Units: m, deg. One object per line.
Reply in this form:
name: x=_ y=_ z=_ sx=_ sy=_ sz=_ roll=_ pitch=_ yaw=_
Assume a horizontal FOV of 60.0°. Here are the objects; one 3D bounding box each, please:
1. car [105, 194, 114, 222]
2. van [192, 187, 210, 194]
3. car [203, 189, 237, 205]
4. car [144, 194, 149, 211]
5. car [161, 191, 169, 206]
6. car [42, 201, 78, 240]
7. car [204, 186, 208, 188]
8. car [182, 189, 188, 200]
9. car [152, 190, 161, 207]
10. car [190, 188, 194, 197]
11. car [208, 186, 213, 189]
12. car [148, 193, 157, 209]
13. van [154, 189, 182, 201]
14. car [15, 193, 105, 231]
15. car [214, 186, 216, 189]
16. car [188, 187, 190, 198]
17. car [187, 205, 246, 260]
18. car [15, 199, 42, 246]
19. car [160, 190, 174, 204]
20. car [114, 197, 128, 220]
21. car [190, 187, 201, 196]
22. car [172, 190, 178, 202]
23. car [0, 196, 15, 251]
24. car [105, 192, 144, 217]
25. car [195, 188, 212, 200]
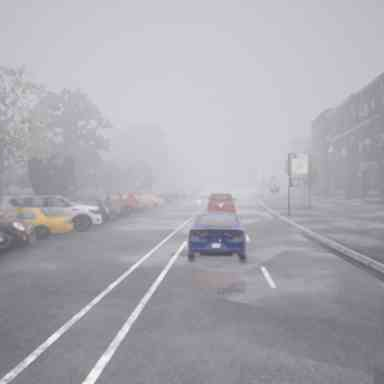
car: x=-7.685 y=1.278 z=21.836 sx=4.553 sy=1.767 sz=2.185 roll=-1 pitch=1 yaw=-14
van: x=2.445 y=-0.444 z=89.408 sx=4.442 sy=1.987 sz=1.878 roll=-1 pitch=1 yaw=-9
car: x=2.401 y=1.056 z=26.867 sx=2.150 sy=2.045 sz=5.566 roll=0 pitch=1 yaw=7
car: x=-6.761 y=1.252 z=30.704 sx=4.892 sy=1.521 sz=2.231 roll=-1 pitch=1 yaw=-14
car: x=-5.867 y=1.025 z=39.506 sx=5.366 sy=1.575 sz=1.946 roll=-1 pitch=2 yaw=-13
car: x=-8.471 y=1.455 z=15.849 sx=5.366 sy=1.575 sz=1.946 roll=-1 pitch=1 yaw=-15
car: x=0.109 y=-0.198 z=77.701 sx=5.566 sy=2.045 sz=2.435 roll=-1 pitch=1 yaw=-10
car: x=-3.687 y=0.634 z=54.268 sx=5.008 sy=1.535 sz=2.097 roll=-1 pitch=1 yaw=-12
car: x=-6.084 y=0.977 z=36.597 sx=4.553 sy=1.767 sz=2.185 roll=-1 pitch=1 yaw=-13
car: x=-2.789 y=0.483 z=60.135 sx=5.008 sy=1.535 sz=2.097 roll=-1 pitch=2 yaw=-11
car: x=1.952 y=-0.157 z=86.507 sx=5.366 sy=1.575 sz=1.946 roll=-1 pitch=1 yaw=-9
car: x=-6.404 y=1.179 z=33.651 sx=5.008 sy=1.535 sz=2.097 roll=-1 pitch=2 yaw=-13
van: x=-4.222 y=0.488 z=51.288 sx=4.442 sy=1.987 sz=1.878 roll=-1 pitch=2 yaw=-12
car: x=-7.985 y=1.184 z=18.880 sx=5.566 sy=2.045 sz=2.435 roll=-1 pitch=0 yaw=-15
car: x=3.519 y=-0.305 z=95.195 sx=4.674 sy=1.452 sz=2.002 roll=0 pitch=1 yaw=-8
car: x=-3.212 y=0.432 z=57.199 sx=4.553 sy=1.767 sz=2.185 roll=-1 pitch=2 yaw=-12
car: x=0.963 y=1.462 z=12.442 sx=1.882 sy=1.535 sz=5.008 roll=0 pitch=0 yaw=6
car: x=-8.595 y=1.341 z=12.940 sx=4.553 sy=1.767 sz=2.185 roll=-1 pitch=0 yaw=-15
car: x=-5.301 y=0.945 z=42.492 sx=5.008 sy=1.535 sz=2.097 roll=-1 pitch=2 yaw=-13
car: x=-7.432 y=1.394 z=24.777 sx=4.792 sy=1.488 sz=2.163 roll=-1 pitch=1 yaw=-14
car: x=-1.388 y=0.265 z=68.941 sx=4.892 sy=1.521 sz=2.231 roll=-1 pitch=1 yaw=-11
car: x=-4.926 y=0.867 z=45.446 sx=5.008 sy=1.535 sz=2.097 roll=-1 pitch=1 yaw=-13
car: x=-8.800 y=1.218 z=10.000 sx=5.566 sy=2.045 sz=2.435 roll=-1 pitch=0 yaw=-15
car: x=-7.115 y=1.062 z=27.730 sx=5.566 sy=2.045 sz=2.435 roll=-1 pitch=1 yaw=-14
car: x=2.139 y=0.577 z=57.499 sx=1.812 sy=1.442 sz=4.674 roll=0 pitch=1 yaw=9
